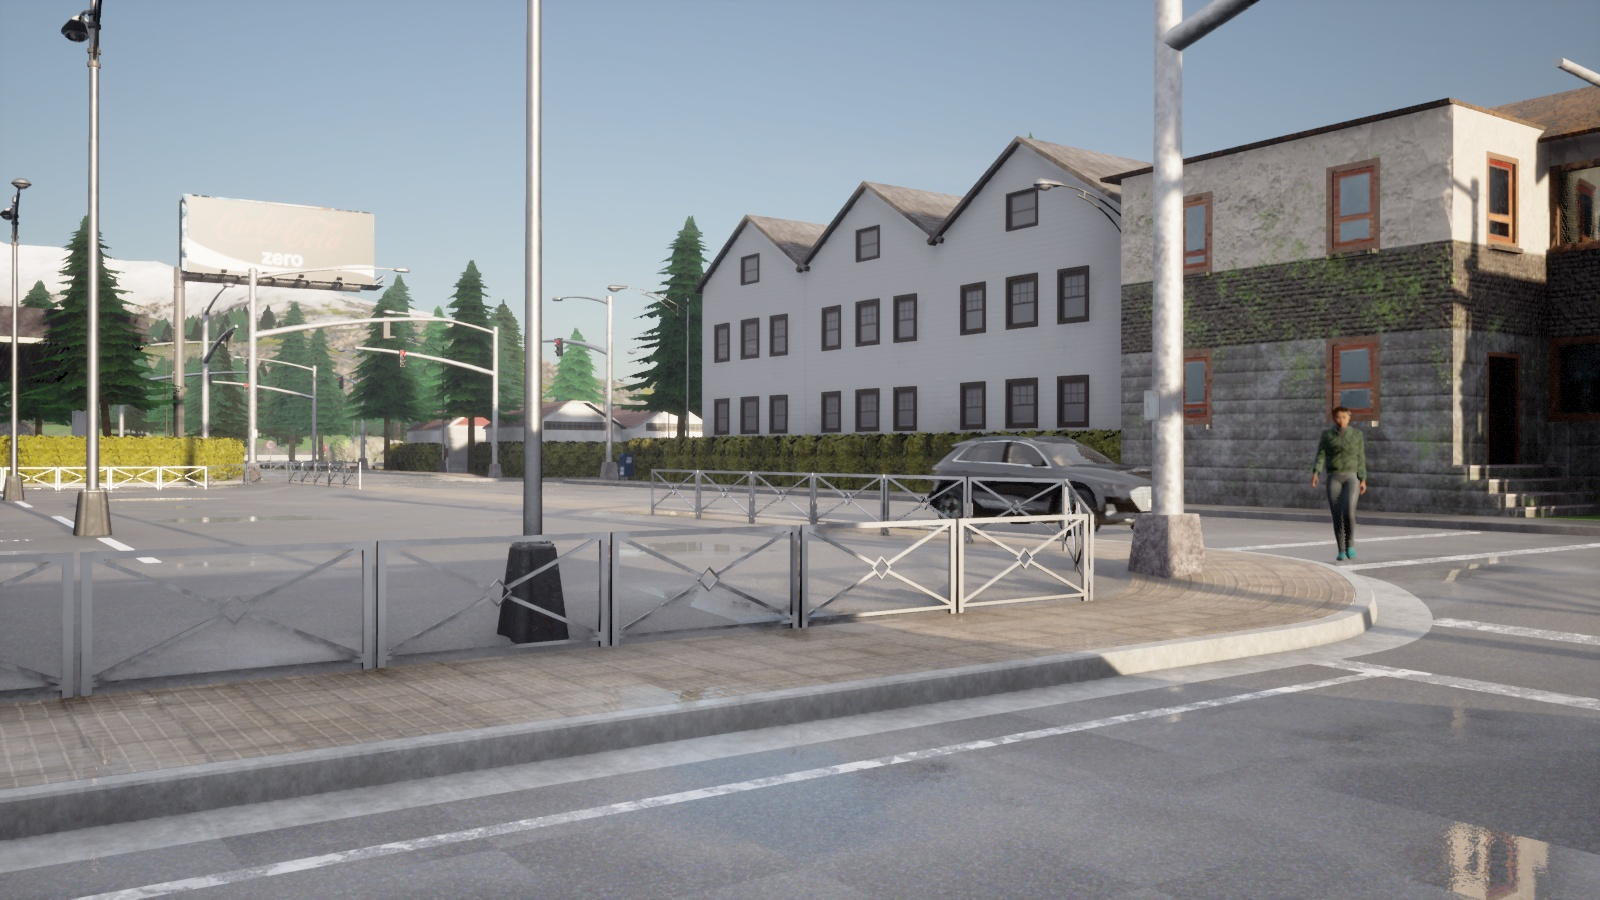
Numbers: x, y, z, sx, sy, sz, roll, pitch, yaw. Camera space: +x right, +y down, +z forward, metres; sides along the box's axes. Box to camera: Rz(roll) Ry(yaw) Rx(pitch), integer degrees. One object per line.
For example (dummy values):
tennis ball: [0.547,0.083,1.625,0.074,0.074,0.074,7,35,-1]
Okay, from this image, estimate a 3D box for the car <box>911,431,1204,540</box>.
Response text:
car: [4.251,0.542,21.526,2.033,1.649,4.856,0,0,-35]

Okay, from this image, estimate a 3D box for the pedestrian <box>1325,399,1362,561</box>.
pedestrian: [6.340,0.342,14.641,0.353,1.847,0.614,0,0,27]
